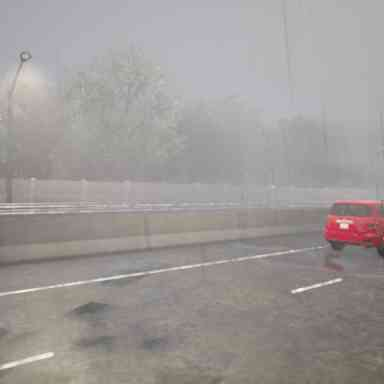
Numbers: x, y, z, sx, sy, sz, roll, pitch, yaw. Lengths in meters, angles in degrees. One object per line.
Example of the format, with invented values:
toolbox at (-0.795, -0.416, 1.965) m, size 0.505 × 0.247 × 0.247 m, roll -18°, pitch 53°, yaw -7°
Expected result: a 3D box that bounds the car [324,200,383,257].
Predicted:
car at (7.737, 1.353, 13.695) m, size 5.566 × 2.045 × 2.150 m, roll 1°, pitch 0°, yaw -36°
